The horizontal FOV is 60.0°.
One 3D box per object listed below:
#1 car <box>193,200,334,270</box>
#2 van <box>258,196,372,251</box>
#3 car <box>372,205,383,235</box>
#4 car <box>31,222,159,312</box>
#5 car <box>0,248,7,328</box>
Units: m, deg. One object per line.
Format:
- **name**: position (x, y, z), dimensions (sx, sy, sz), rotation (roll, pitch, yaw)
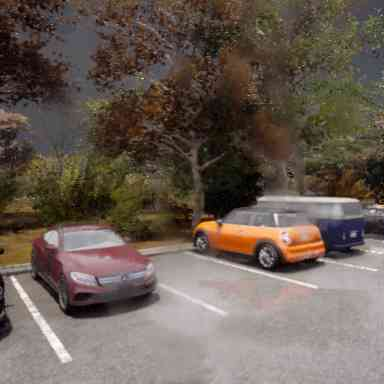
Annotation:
- **car**: position (1.980, 1.297, 11.186), dimensions (2.185, 1.767, 4.553), rotation (0, 0, -36)
- **van**: position (4.156, 1.182, 12.922), dimensions (1.878, 1.987, 4.442), rotation (0, 0, -36)
- **car**: position (8.758, 1.423, 16.068), dimensions (2.002, 1.452, 4.674), rotation (0, 0, -36)
- **car**: position (-2.570, 1.500, 7.978), dimensions (2.002, 1.452, 4.674), rotation (-1, 0, -35)
- **car**: position (-4.841, 1.483, 6.362), dimensions (2.097, 1.535, 5.008), rotation (-1, 0, -35)
